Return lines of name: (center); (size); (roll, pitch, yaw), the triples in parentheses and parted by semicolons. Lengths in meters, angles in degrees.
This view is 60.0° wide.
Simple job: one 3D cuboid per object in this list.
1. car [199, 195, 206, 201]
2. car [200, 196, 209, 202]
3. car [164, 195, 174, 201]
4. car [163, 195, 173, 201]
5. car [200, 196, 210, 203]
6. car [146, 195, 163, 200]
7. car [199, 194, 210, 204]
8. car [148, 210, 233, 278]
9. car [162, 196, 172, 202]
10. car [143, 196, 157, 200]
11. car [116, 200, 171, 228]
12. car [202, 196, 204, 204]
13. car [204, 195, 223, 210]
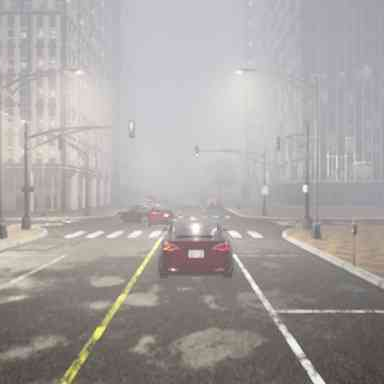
car: (2.717, 1.498, 87.332); (1.752, 1.417, 4.829); (0, 0, 0)
car: (2.714, 1.537, 75.812); (1.887, 1.381, 4.507); (0, 0, 0)
car: (-5.665, 1.534, 81.495); (2.008, 1.369, 4.403); (0, 0, 0)
car: (-5.668, 1.545, 70.144); (1.887, 1.381, 4.507); (0, 0, 0)
car: (2.712, 1.525, 70.307); (1.752, 1.417, 4.829); (0, 0, 0)
car: (-5.773, 1.336, 47.443); (2.192, 1.841, 5.009); (0, 0, 0)
car: (2.712, 1.322, 64.463); (2.192, 1.841, 5.009); (0, 0, 0)
car: (0.099, 1.514, 10.246); (2.163, 1.488, 4.792); (0, 0, 0)
car: (-5.667, 1.543, 75.820); (2.008, 1.369, 4.403); (0, 0, 0)
car: (-5.805, 1.549, 41.594); (1.752, 1.417, 4.829); (0, 0, 0)
car: (-3.255, 1.524, 22.688); (2.163, 1.488, 4.792); (0, 0, -43)
car: (2.805, 1.572, 47.440); (2.008, 1.369, 4.403); (0, 0, 0)
car: (2.835, 1.464, 41.762); (1.967, 1.590, 4.097); (0, 0, 0)
